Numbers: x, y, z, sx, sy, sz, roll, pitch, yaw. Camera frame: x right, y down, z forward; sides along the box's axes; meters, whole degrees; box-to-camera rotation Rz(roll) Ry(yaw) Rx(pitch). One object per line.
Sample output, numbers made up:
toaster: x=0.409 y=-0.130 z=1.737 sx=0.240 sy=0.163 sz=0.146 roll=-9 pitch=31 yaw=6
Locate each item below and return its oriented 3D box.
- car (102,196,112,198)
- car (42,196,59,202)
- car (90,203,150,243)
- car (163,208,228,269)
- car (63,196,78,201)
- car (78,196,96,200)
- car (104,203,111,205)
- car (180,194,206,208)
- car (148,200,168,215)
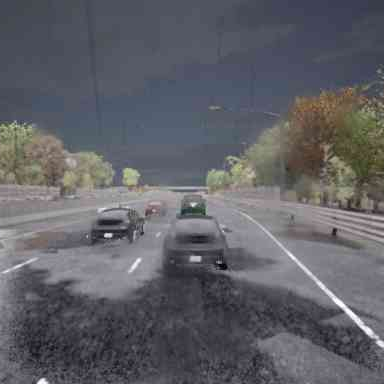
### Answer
car: x=-17.484 y=1.536 z=67.803 sx=1.837 sy=1.490 sz=4.892 roll=0 pitch=0 yaw=0
car: x=-27.984 y=1.549 z=65.994 sx=1.812 sy=1.442 sz=4.674 roll=0 pitch=0 yaw=0
car: x=-3.396 y=1.502 z=15.921 sx=1.837 sy=1.490 sz=4.892 roll=0 pitch=0 yaw=0
car: x=0.099 y=1.503 z=11.141 sx=1.837 sy=1.490 sz=4.892 roll=0 pitch=0 yaw=0
car: x=-24.484 y=1.576 z=67.804 sx=2.033 sy=1.411 sz=5.357 roll=0 pitch=0 yaw=0
car: x=-20.984 y=1.514 z=67.804 sx=1.882 sy=1.535 sz=5.008 roll=0 pitch=0 yaw=0
car: x=-6.894 y=1.603 z=29.787 sx=1.895 sy=1.301 sz=4.718 roll=0 pitch=0 yaw=0
car: x=0.107 y=1.223 z=30.422 sx=2.150 sy=2.045 sz=5.566 roll=0 pitch=0 yaw=0
car: x=-3.393 y=1.529 z=32.355 sx=1.812 sy=1.442 sz=4.674 roll=0 pitch=0 yaw=0
